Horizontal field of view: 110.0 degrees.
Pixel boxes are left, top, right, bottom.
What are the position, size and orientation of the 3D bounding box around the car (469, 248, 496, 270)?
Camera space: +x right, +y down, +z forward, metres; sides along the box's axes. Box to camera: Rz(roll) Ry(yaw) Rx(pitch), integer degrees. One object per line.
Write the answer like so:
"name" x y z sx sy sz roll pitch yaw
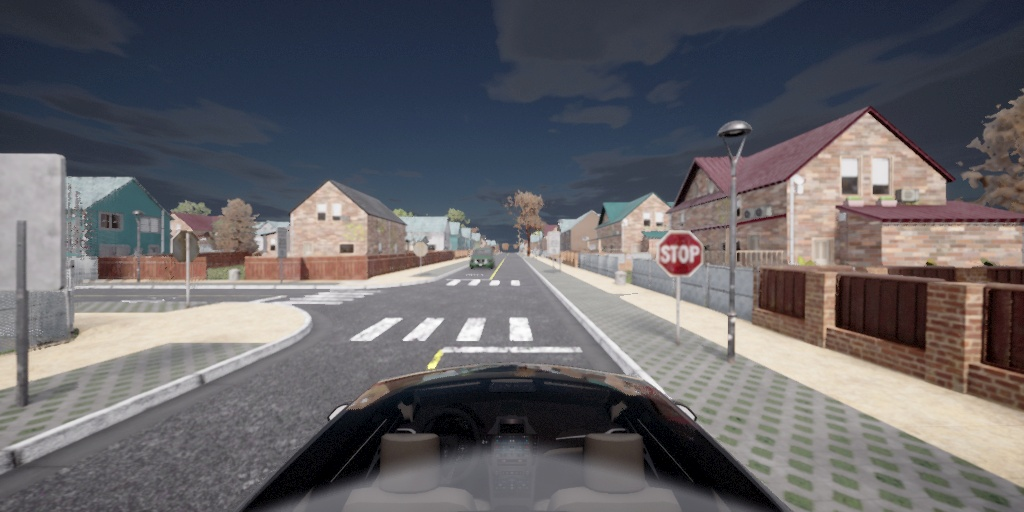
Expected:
"car" -2.739 0.280 34.207 2.150 2.045 5.566 0 3 0
